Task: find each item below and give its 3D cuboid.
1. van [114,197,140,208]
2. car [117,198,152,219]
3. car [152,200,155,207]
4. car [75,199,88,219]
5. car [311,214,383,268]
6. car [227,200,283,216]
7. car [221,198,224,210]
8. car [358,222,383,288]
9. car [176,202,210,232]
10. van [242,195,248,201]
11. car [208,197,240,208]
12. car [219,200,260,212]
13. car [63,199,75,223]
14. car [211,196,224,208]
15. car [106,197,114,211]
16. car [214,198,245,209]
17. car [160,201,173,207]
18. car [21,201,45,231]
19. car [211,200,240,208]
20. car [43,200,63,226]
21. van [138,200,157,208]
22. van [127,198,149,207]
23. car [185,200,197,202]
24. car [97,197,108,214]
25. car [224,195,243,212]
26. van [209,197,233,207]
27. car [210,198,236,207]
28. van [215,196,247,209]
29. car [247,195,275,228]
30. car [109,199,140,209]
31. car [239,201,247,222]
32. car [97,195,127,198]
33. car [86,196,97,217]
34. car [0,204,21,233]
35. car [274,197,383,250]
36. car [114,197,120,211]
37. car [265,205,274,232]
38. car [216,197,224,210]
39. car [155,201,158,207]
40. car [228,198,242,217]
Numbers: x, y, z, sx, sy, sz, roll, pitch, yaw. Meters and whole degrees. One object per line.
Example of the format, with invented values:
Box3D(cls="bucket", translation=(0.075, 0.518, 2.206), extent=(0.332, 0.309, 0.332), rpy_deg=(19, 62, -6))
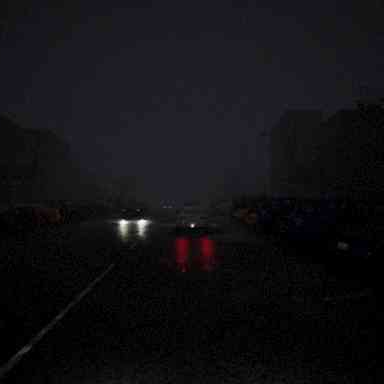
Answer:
Box3D(cls="van", translation=(-11.757, 1.900, 60.385), extent=(4.442, 1.987, 1.878), rpy_deg=(0, -1, -20))
Box3D(cls="car", translation=(-5.251, 1.588, 30.966), extent=(1.882, 1.535, 5.008), rpy_deg=(0, 0, 0))
Box3D(cls="car", translation=(-11.599, 2.657, 75.068), extent=(5.008, 1.535, 2.097), rpy_deg=(0, -3, -20))
Box3D(cls="car", translation=(-11.560, 1.608, 28.157), extent=(4.674, 1.452, 2.002), rpy_deg=(-1, -1, -20))
Box3D(cls="car", translation=(6.349, 1.556, 9.938), extent=(4.792, 1.488, 2.163), rpy_deg=(1, 0, -20))
Box3D(cls="car", translation=(6.396, 1.625, 33.996), extent=(5.366, 1.575, 1.946), rpy_deg=(1, -1, -20))
Box3D(cls="car", translation=(6.378, 1.657, 36.988), extent=(5.366, 1.575, 1.946), rpy_deg=(1, -1, -20))
Box3D(cls="car", translation=(6.308, 1.519, 6.918), extent=(4.892, 1.521, 2.231), rpy_deg=(1, 0, -19))
Box3D(cls="car", translation=(0.006, 1.583, 20.238), extent=(1.812, 1.442, 4.674), rpy_deg=(0, 0, -1))
Box3D(cls="van", translation=(6.393, 1.344, 24.996), extent=(4.442, 1.987, 1.878), rpy_deg=(1, -1, -20))
Box3D(cls="car", translation=(6.157, 1.970, 63.842), extent=(5.566, 2.045, 2.435), rpy_deg=(1, -2, -20))
Box3D(cls="car", translation=(6.154, 1.768, 42.893), extent=(4.792, 1.488, 2.163), rpy_deg=(1, -1, -20))
Box3D(cls="car", translation=(-11.505, 1.427, 25.225), extent=(4.553, 1.767, 2.185), rpy_deg=(-1, 0, -20))
Box3D(cls="car", translation=(5.995, 1.839, 48.823), extent=(5.366, 1.575, 1.946), rpy_deg=(1, -1, -20))
Box3D(cls="car", translation=(-11.615, 1.649, 36.952), extent=(5.008, 1.535, 2.097), rpy_deg=(-1, -1, -20))
Box3D(cls="car", translation=(6.134, 1.851, 54.872), extent=(4.553, 1.767, 2.185), rpy_deg=(1, -2, -20))
Box3D(cls="car", translation=(-5.186, 2.571, 72.775), extent=(2.033, 1.411, 5.357), rpy_deg=(0, -3, 0))
Box3D(cls="car", translation=(-11.473, 1.533, 19.346), extent=(4.892, 1.521, 2.231), rpy_deg=(-1, 0, -20))
Box3D(cls="car", translation=(6.196, 2.164, 60.872), extent=(4.792, 1.488, 2.163), rpy_deg=(1, -2, -20))
Box3D(cls="car", translation=(-11.502, 1.541, 22.283), extent=(5.008, 1.535, 2.097), rpy_deg=(-1, 0, -20))
Box3D(cls="van", translation=(-11.616, 3.179, 86.721), extent=(4.442, 1.987, 1.878), rpy_deg=(1, -4, -20))
Box3D(cls="van", translation=(-11.721, 2.295, 72.111), extent=(4.442, 1.987, 1.878), rpy_deg=(0, -2, -20))
Box3D(cls="car", translation=(-0.090, 1.647, 37.369), extent=(1.882, 1.535, 5.008), rpy_deg=(0, -1, 0))
Box3D(cls="car", translation=(-11.587, 1.614, 34.021), extent=(5.008, 1.535, 2.097), rpy_deg=(-1, 0, -20))
Box3D(cls="car", translation=(6.266, 1.349, 30.954), extent=(5.566, 2.045, 2.435), rpy_deg=(1, -1, -20))
Box3D(cls="van", translation=(6.085, 2.191, 69.802), extent=(4.442, 1.987, 1.878), rpy_deg=(1, -3, -20))
Box3D(cls="car", translation=(6.217, 2.190, 66.857), extent=(4.553, 1.767, 2.185), rpy_deg=(1, -2, -20))
Box3D(cls="van", translation=(6.058, 1.679, 51.844), extent=(4.442, 1.987, 1.878), rpy_deg=(1, -1, -20))
Box3D(cls="car", translation=(6.359, 1.300, 18.973), extent=(5.566, 2.045, 2.435), rpy_deg=(1, 0, -20))
Box3D(cls="car", translation=(-11.655, 2.044, 57.486), extent=(5.008, 1.535, 2.097), rpy_deg=(0, -2, -20))
Box3D(cls="car", translation=(6.133, 1.553, 21.890), extent=(5.366, 1.575, 1.946), rpy_deg=(1, 0, -20))
Box3D(cls="car", translation=(-11.662, 1.481, 42.809), extent=(5.566, 2.045, 2.435), rpy_deg=(-1, -1, -20))
Box3D(cls="car", translation=(-11.547, 1.463, 31.091), extent=(4.553, 1.767, 2.185), rpy_deg=(-1, 0, -20))
Box3D(cls="car", translation=(-11.447, 1.524, 16.414), extent=(4.892, 1.521, 2.231), rpy_deg=(-1, 0, -21))
Box3D(cls="car", translation=(6.369, 1.283, 12.954), extent=(5.566, 2.045, 2.435), rpy_deg=(1, 0, -20))
Box3D(cls="car", translation=(-11.795, 1.684, 39.825), extent=(5.366, 1.575, 1.946), rpy_deg=(-1, 0, -20))
Box3D(cls="car", translation=(6.340, 1.543, 15.957), extent=(4.892, 1.521, 2.231), rpy_deg=(1, 0, -20))
Box3D(cls="car", translation=(6.019, 1.687, 39.851), extent=(5.366, 1.575, 1.946), rpy_deg=(1, -1, -20))
Box3D(cls="car", translation=(-11.726, 2.987, 80.843), extent=(5.366, 1.575, 1.946), rpy_deg=(0, -4, -20))
Box3D(cls="car", translation=(6.084, 1.576, 27.882), extent=(5.366, 1.575, 1.946), rpy_deg=(1, 0, -20))
